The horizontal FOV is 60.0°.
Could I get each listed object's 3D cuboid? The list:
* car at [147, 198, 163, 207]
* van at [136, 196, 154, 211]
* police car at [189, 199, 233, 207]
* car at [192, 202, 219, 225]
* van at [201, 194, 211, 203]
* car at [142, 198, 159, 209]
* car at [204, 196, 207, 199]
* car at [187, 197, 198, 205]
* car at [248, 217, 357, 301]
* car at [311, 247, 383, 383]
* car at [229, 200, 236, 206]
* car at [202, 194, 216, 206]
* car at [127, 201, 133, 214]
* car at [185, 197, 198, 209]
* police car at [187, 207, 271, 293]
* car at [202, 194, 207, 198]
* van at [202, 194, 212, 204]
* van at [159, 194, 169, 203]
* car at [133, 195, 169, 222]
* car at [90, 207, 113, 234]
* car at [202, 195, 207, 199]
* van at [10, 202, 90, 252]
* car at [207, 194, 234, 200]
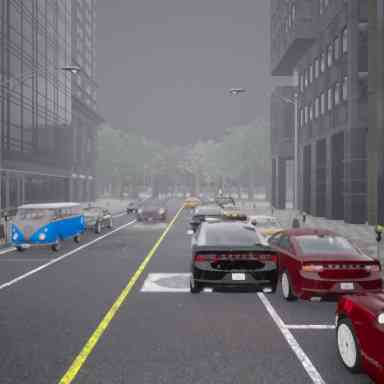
[{"bbox_3d":[-5.703,1.578,51.676,1.947,1.339,4.313,0,0,0],"label":"car"},{"bbox_3d":[-5.717,1.348,40.801,1.690,1.788,3.998,0,0,0],"label":"van"},{"bbox_3d":[0.921,1.426,18.982,1.930,1.638,5.238,0,0,0],"label":"police car"},{"bbox_3d":[0.929,1.528,24.871,1.812,1.442,4.674,0,0,0],"label":"car"},{"bbox_3d":[2.841,1.363,67.978,1.690,1.788,3.998,0,0,0],"label":"van"},{"bbox_3d":[-5.710,1.534,46.069,1.752,1.417,4.829,0,0,0],"label":"car"},{"bbox_3d":[2.809,1.532,40.960,1.752,1.417,4.829,0,0,0],"label":"car"},{"bbox_3d":[0.071,1.581,60.656,1.994,1.385,4.181,0,0,0],"label":"car"},{"bbox_3d":[2.770,1.545,8.165,1.887,1.381,4.507,0,0,0],"label":"car"},{"bbox_3d":[2.763,1.545,2.728,1.887,1.381,4.507,0,0,0],"label":"car"},{"bbox_3d":[2.790,1.527,24.648,1.752,1.417,4.829,0,0,0],"label":"car"},{"bbox_3d":[2.828,1.330,57.103,2.192,1.841,5.009,0,0,0],"label":"car"},{"bbox_3d":[-5.723,1.571,35.363,1.947,1.339,4.313,0,0,0],"label":"car"},{"bbox_3d":[0.066,1.487,46.737,1.882,1.535,5.008,0,0,1],"label":"car"},{"bbox_3d":[0.898,1.425,8.981,1.930,1.638,5.238,0,0,0],"label":"police car"},{"bbox_3d":[2.822,1.452,51.665,1.967,1.590,4.097,0,0,0],"label":"car"},{"bbox_3d":[2.835,1.360,62.541,1.690,1.788,3.998,0,0,0],"label":"van"},{"bbox_3d":[-5.684,1.363,67.989,1.690,1.788,3.998,0,0,0],"label":"van"},{"bbox_3d":[-2.970,1.354,25.980,2.097,1.767,4.553,0,0,0],"label":"car"},{"bbox_3d":[-5.742,1.552,19.051,2.008,1.369,4.403,0,0,0],"label":"car"},{"bbox_3d":[2.815,1.554,46.228,1.887,1.381,4.507,0,0,0],"label":"car"},{"bbox_3d":[-5.749,1.342,13.613,1.690,1.788,3.998,0,0,0],"label":"van"},{"bbox_3d":[2.796,1.318,29.915,2.192,1.841,5.009,0,0,0],"label":"car"}]
